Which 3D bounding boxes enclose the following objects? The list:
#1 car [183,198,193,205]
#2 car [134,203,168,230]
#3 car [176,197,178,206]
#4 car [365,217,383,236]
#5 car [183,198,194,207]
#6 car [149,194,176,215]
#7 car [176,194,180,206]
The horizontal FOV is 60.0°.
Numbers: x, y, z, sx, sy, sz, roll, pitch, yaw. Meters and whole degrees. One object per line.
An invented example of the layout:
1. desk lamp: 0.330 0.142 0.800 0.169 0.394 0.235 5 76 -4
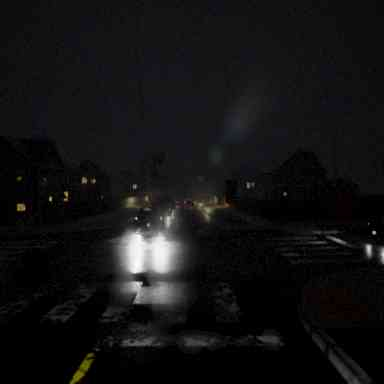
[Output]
1. car: -0.796 1.865 66.757 1.895 1.301 4.718 0 0 -2
2. car: -2.698 1.622 21.599 1.895 1.301 4.718 0 0 -5
3. car: -3.287 1.707 45.211 1.895 1.301 4.718 0 0 -1
4. car: 10.504 1.324 14.336 5.357 1.411 2.033 -1 2 0
5. car: -0.622 1.783 56.730 1.895 1.301 4.718 0 0 -1
6. car: -3.132 1.282 34.579 2.150 2.045 5.566 0 0 -1
7. car: -3.434 1.432 60.810 2.150 2.045 5.566 0 0 -1
